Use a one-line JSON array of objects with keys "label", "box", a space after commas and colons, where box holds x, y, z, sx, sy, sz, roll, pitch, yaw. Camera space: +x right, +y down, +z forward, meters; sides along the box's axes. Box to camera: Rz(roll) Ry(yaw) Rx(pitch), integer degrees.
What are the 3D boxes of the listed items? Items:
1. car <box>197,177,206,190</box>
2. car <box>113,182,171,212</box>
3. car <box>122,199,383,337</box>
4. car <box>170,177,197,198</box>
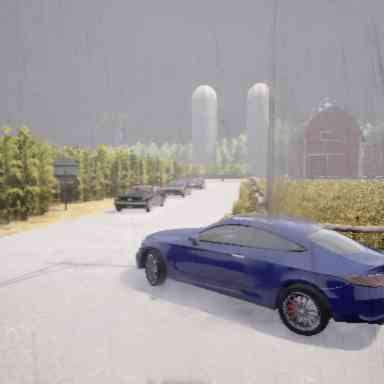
[{"label": "car", "box": [0.503, -1.064, 39.364, 2.128, 1.511, 4.902, 1, 4, 9]}, {"label": "car", "box": [-2.765, 0.315, 18.791, 1.895, 1.301, 4.718, 1, 3, 9]}, {"label": "car", "box": [1.040, 1.111, 5.961, 4.674, 1.442, 1.812, 4, 5, 38]}, {"label": "car", "box": [-1.156, -0.352, 28.981, 2.033, 1.411, 5.357, 1, 4, 9]}]
